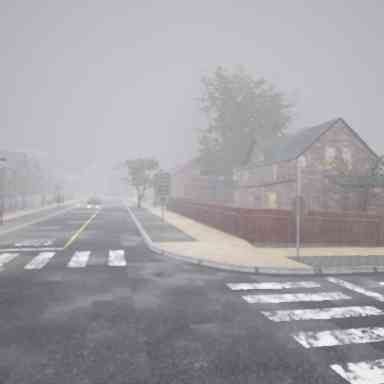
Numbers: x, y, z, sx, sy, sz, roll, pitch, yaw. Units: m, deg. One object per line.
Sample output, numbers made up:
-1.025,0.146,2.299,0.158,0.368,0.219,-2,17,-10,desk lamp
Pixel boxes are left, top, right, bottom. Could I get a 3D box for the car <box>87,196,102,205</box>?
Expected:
-15.085,1.315,51.594,1.994,1.385,4.181,1,0,-13,car
